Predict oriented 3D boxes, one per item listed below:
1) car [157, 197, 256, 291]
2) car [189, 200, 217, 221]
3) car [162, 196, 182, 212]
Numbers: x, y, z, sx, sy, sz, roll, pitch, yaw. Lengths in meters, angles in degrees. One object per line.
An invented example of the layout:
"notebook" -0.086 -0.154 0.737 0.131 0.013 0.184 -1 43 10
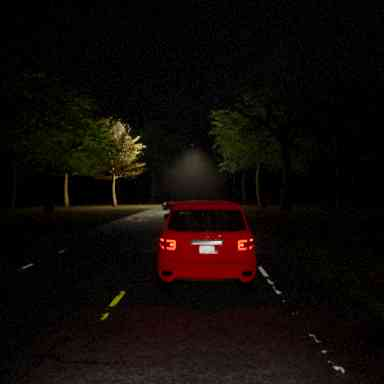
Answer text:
"car" 0.351 1.223 9.199 2.150 2.045 5.566 0 0 1
"car" 0.893 1.501 28.173 2.128 1.511 4.902 0 0 1
"car" -2.409 1.419 41.195 2.097 1.767 4.553 0 0 2
